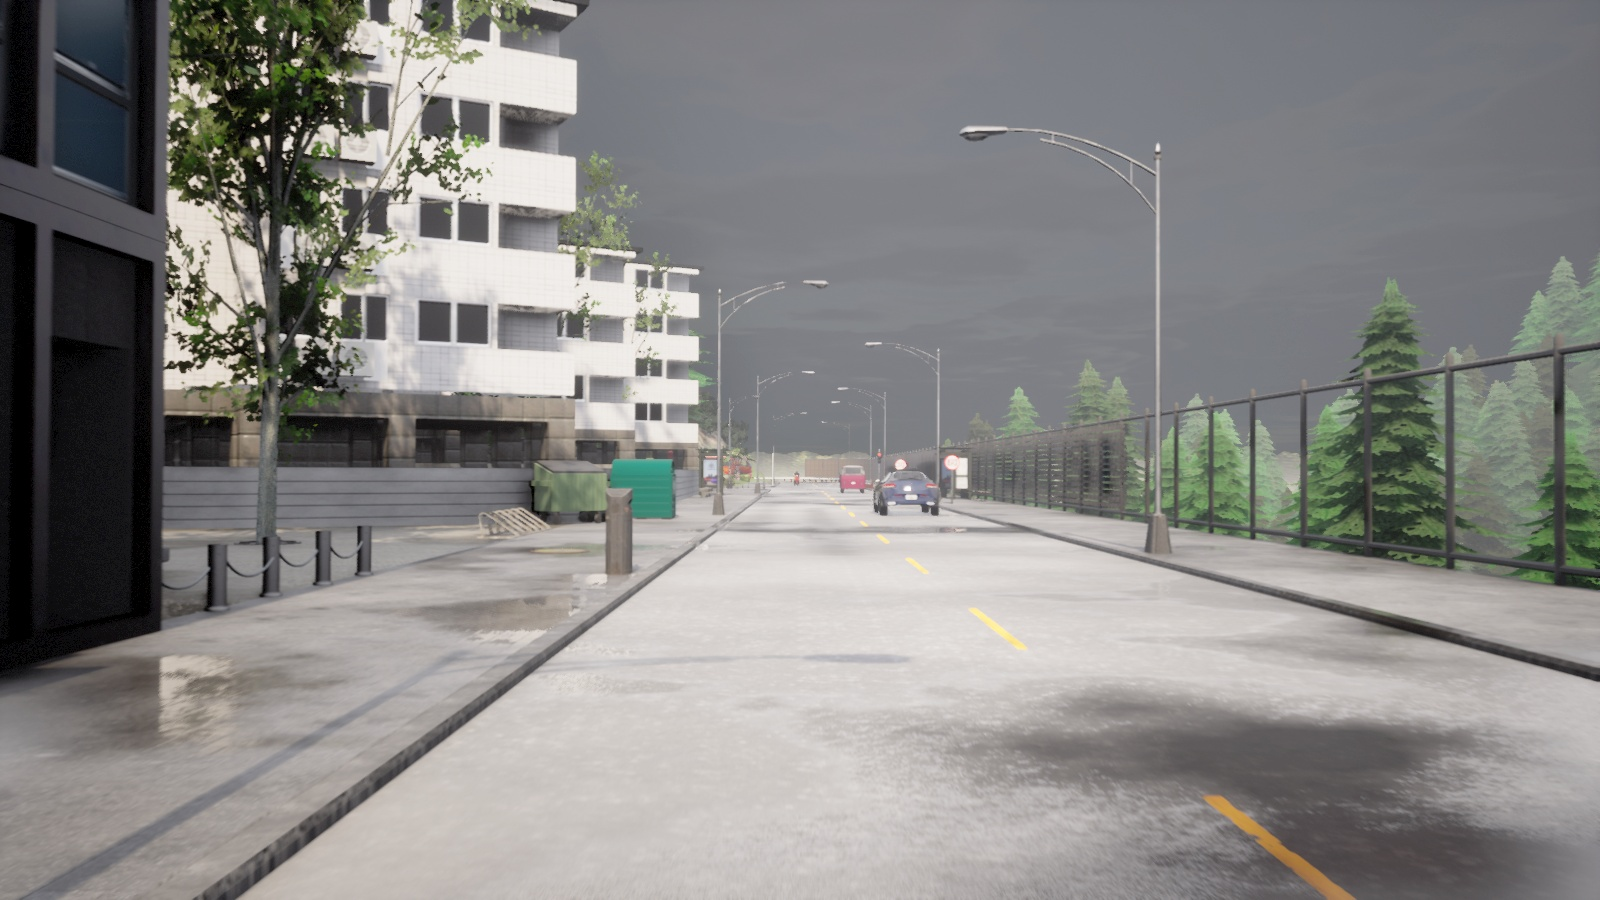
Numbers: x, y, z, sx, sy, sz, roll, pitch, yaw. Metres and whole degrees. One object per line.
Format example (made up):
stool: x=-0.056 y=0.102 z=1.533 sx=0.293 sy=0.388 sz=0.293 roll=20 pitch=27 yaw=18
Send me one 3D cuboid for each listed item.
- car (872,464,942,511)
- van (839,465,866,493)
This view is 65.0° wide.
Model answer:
car: x=3.879 y=1.353 z=46.333 sx=2.152 sy=1.651 sz=5.027 roll=0 pitch=-1 yaw=0
van: x=3.764 y=2.068 z=90.553 sx=1.775 sy=1.987 sz=4.442 roll=0 pitch=-1 yaw=0
